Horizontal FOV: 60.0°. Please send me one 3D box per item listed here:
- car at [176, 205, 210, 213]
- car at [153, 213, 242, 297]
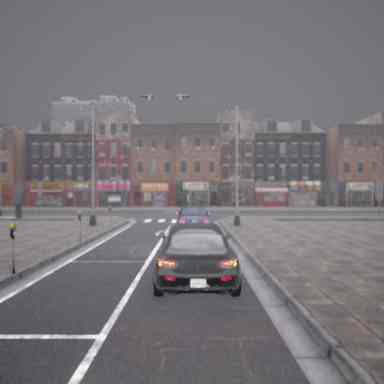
[{"bbox_3d":[0.068,1.446,18.605,2.033,1.411,5.357,0,0,-1],"label":"car"},{"bbox_3d":[0.097,1.480,8.329,1.812,1.442,4.674,0,0,0],"label":"car"}]
